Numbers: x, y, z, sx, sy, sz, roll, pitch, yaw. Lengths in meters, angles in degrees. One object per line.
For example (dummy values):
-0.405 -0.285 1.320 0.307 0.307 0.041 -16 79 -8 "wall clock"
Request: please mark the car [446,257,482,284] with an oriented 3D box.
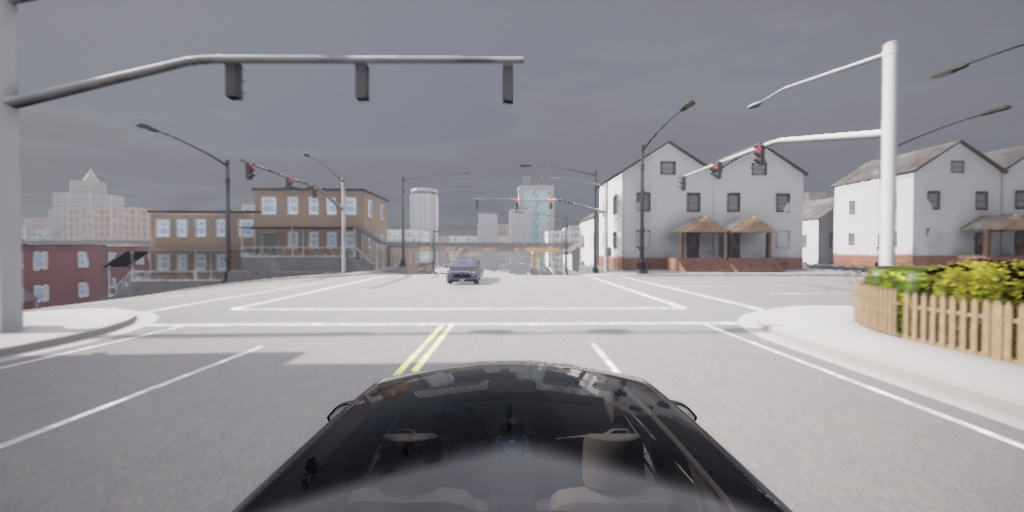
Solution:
-2.841 0.790 22.558 2.033 1.411 5.357 1 4 -1 "car"
